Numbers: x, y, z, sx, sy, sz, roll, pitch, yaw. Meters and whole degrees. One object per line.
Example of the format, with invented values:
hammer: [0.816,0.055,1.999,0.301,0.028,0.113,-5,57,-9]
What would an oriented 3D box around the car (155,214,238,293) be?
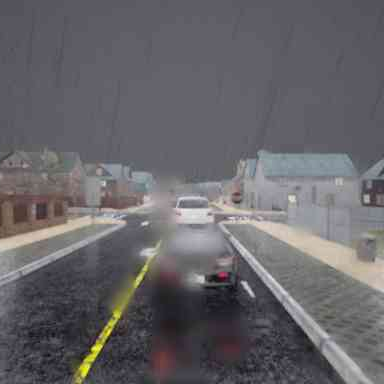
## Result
car: [0.095,1.552,8.815,1.812,1.442,4.674,0,0,0]

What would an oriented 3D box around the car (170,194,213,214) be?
car: [0.004,1.280,19.240,2.150,2.045,5.566,0,0,-2]

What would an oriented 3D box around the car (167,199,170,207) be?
car: [-2.901,1.520,54.119,2.097,1.767,4.553,0,0,0]

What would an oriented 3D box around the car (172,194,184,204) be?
car: [-2.844,1.433,69.496,2.150,2.045,5.566,0,0,0]

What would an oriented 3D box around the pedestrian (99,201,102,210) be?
pedestrian: [-9.729,1.357,35.102,0.500,1.100,0.500,0,0,1]
